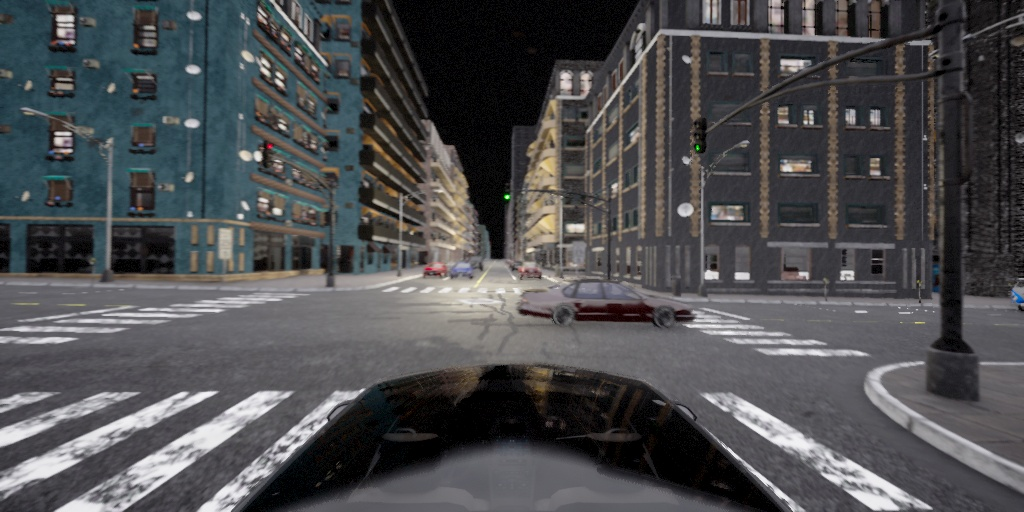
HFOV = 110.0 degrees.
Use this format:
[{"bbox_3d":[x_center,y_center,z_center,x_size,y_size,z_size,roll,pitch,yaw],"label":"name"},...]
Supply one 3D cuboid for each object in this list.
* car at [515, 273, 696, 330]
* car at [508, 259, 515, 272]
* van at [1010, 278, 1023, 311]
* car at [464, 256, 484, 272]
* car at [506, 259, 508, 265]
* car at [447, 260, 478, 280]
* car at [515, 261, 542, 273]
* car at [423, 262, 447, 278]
[{"bbox_3d":[2.781,1.429,11.313,5.357,1.411,2.033,2,-1,-3],"label":"car"},{"bbox_3d":[0.784,1.434,49.419,1.948,1.339,4.313,0,0,-2],"label":"car"},{"bbox_3d":[27.985,2.014,18.207,3.998,1.789,1.690,0,0,-3],"label":"van"},{"bbox_3d":[-4.918,1.031,48.079,2.150,2.045,5.566,1,-1,-2],"label":"car"},{"bbox_3d":[0.347,1.439,60.739,1.888,1.381,4.507,0,0,-2],"label":"car"},{"bbox_3d":[-4.312,1.297,31.683,1.812,1.442,4.674,1,0,-2],"label":"car"},{"bbox_3d":[1.549,1.273,32.445,1.967,1.591,4.097,0,0,-2],"label":"car"},{"bbox_3d":[-7.074,1.293,33.336,1.888,1.381,4.507,0,0,-2],"label":"car"}]
